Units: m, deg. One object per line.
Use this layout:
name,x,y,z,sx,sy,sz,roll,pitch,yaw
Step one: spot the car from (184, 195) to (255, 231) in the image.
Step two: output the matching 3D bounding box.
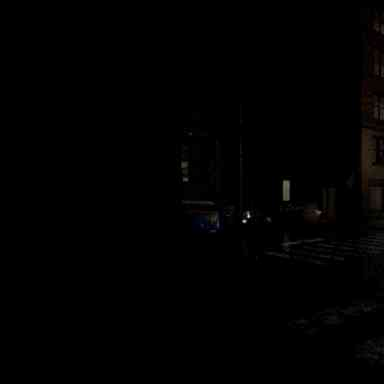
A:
car,1.310,1.215,20.167,2.150,2.045,5.566,0,0,-33

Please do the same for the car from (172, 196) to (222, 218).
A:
car,0.357,1.291,31.533,2.192,1.841,5.009,0,0,-35

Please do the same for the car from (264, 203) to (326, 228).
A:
car,6.771,1.423,22.388,1.967,1.590,4.097,0,0,-35

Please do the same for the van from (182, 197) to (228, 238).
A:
van,-0.199,1.340,17.478,1.690,1.788,3.998,0,0,-35
